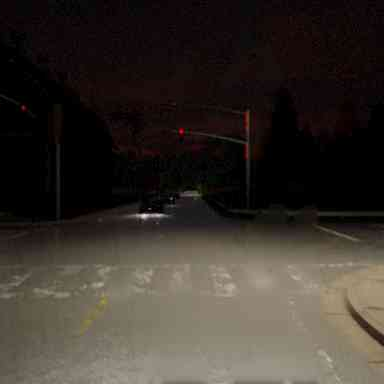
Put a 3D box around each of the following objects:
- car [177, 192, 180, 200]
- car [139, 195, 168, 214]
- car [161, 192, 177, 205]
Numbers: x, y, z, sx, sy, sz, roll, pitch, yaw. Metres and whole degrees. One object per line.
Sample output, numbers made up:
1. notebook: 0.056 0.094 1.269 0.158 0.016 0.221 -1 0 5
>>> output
1. car: -3.382 0.776 66.648 2.033 1.411 5.357 0 1 0
2. car: -3.544 1.215 30.005 1.994 1.385 4.181 0 1 0
3. car: -3.506 0.825 45.490 2.097 1.767 4.553 0 1 0
